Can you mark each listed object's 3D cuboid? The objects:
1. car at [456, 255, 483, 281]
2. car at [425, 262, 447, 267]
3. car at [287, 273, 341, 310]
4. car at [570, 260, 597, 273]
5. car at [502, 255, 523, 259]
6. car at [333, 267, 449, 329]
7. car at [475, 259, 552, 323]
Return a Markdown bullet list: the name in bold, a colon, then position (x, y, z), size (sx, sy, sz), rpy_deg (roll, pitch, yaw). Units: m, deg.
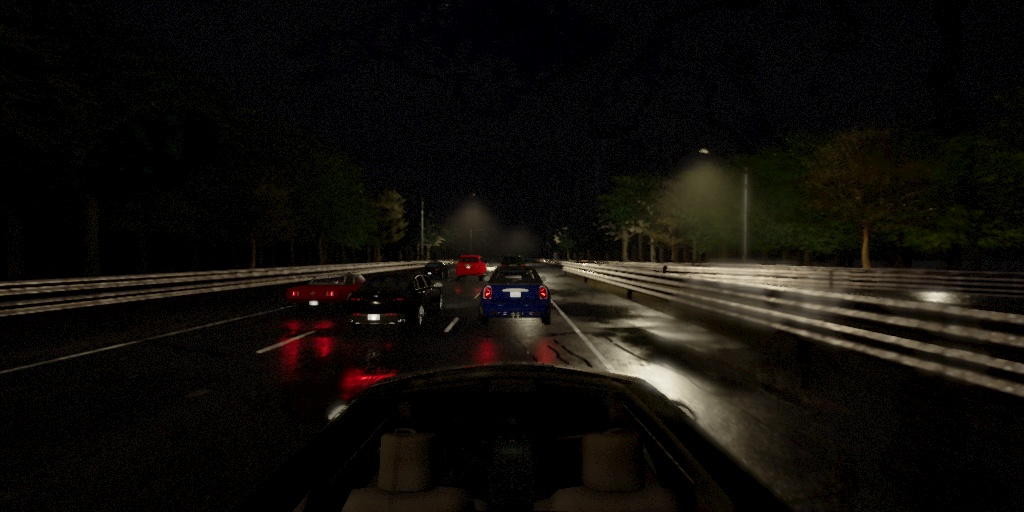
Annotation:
- **car**: position (-3.401, 0.974, 30.625), size (2.150, 2.045, 5.566), rpy_deg (0, 0, 0)
- **car**: position (-6.913, 1.279, 32.374), size (1.812, 1.442, 4.674), rpy_deg (0, 0, 0)
- **car**: position (-6.898, 1.352, 14.709), size (1.895, 1.301, 4.718), rpy_deg (0, 0, 0)
- **car**: position (9.132, 1.292, 45.422), size (1.882, 1.535, 5.008), rpy_deg (0, 0, -21)
- **car**: position (0.100, 0.974, 30.628), size (2.150, 2.045, 5.566), rpy_deg (0, 0, 0)
- **car**: position (-3.400, 1.255, 11.238), size (1.837, 1.490, 4.892), rpy_deg (0, 0, 0)
- **car**: position (0.099, 1.103, 12.190), size (2.097, 1.767, 4.553), rpy_deg (0, 0, 0)
